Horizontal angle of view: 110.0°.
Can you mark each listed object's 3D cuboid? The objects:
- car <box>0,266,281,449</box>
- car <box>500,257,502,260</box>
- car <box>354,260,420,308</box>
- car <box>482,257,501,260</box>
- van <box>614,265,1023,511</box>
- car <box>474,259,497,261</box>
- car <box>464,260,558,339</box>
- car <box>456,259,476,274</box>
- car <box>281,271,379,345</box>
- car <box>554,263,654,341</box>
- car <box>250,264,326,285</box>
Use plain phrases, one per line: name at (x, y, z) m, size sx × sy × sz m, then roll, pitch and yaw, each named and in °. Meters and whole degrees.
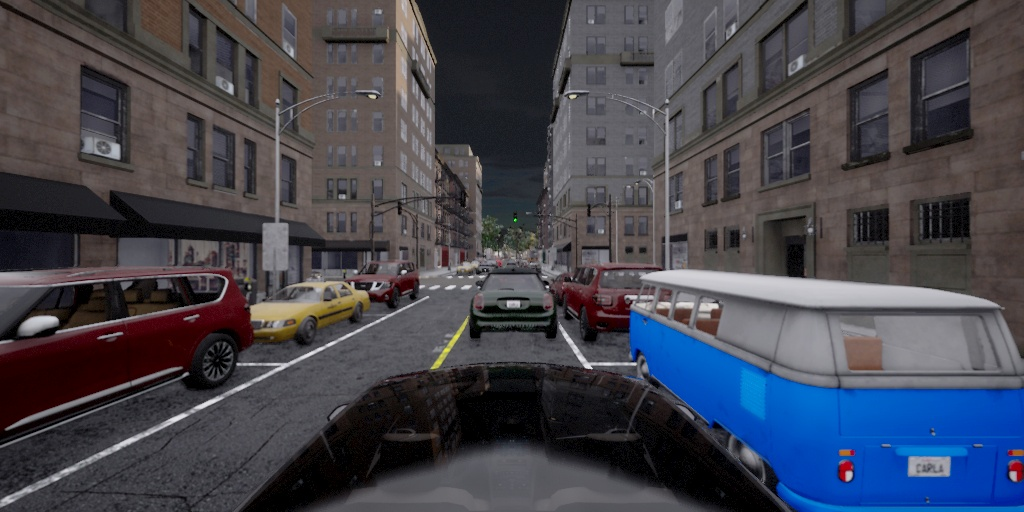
car at (-5.402, 1.070, 4.102) m, size 2.192 × 1.841 × 5.009 m, roll 0°, pitch 0°, yaw 0°
car at (-2.920, 1.115, 64.620) m, size 2.150 × 2.045 × 5.566 m, roll 0°, pitch 0°, yaw 0°
car at (-5.425, 1.095, 15.458) m, size 2.192 × 1.841 × 5.009 m, roll 0°, pitch 0°, yaw 0°
car at (-2.934, 1.339, 51.216) m, size 1.882 × 1.535 × 5.008 m, roll 0°, pitch 0°, yaw 0°
van at (2.634, 1.096, 4.114) m, size 1.690 × 1.789 × 3.998 m, roll 0°, pitch 0°, yaw 0°
car at (-2.931, 1.402, 41.199) m, size 1.994 × 1.385 × 4.181 m, roll 0°, pitch 0°, yaw 0°
car at (0.016, 1.121, 10.278) m, size 2.097 × 1.767 × 4.553 m, roll 0°, pitch 0°, yaw 0°
car at (-5.489, 1.366, 42.296) m, size 1.751 × 1.417 × 4.829 m, roll 0°, pitch 0°, yaw 0°
car at (-5.413, 1.293, 9.609) m, size 1.751 × 1.417 × 4.829 m, roll 0°, pitch 0°, yaw 0°
car at (2.624, 1.083, 9.793) m, size 2.192 × 1.841 × 5.009 m, roll 0°, pitch 0°, yaw 0°
car at (-17.165, 1.402, 27.602) m, size 4.674 × 1.442 × 1.812 m, roll 0°, pitch 0°, yaw 0°
